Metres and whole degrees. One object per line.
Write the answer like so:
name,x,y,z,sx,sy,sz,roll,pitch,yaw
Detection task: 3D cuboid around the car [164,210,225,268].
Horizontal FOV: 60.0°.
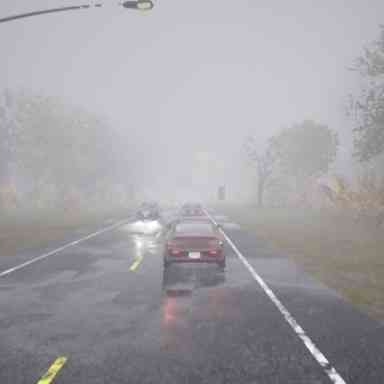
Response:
car,0.071,1.555,11.314,1.812,1.442,4.674,0,0,0

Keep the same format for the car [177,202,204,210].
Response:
car,0.008,1.619,27.850,2.033,1.411,5.357,0,0,0

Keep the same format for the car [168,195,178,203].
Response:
car,-4.038,1.500,71.740,2.097,1.767,4.553,0,0,-1

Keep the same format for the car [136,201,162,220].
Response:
car,-3.693,1.568,28.973,2.128,1.511,4.902,0,0,0
